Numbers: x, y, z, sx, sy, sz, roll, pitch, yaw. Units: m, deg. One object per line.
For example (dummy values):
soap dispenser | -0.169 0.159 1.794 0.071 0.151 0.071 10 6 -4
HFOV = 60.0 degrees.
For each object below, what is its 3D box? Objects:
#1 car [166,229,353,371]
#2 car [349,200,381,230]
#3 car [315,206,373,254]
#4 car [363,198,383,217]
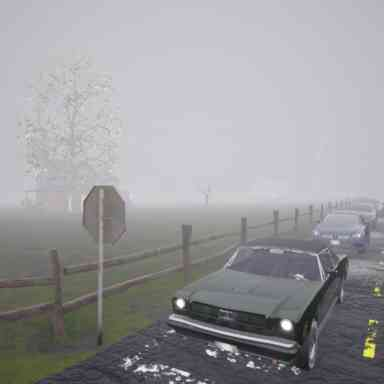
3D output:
car | 1.559 1.602 5.991 1.895 1.301 4.718 0 0 31
car | 10.930 1.506 21.532 1.837 1.490 4.892 0 1 31
car | 6.280 1.529 13.816 1.812 1.442 4.674 0 0 31
car | 16.783 1.356 31.192 2.097 1.767 4.553 0 0 31
